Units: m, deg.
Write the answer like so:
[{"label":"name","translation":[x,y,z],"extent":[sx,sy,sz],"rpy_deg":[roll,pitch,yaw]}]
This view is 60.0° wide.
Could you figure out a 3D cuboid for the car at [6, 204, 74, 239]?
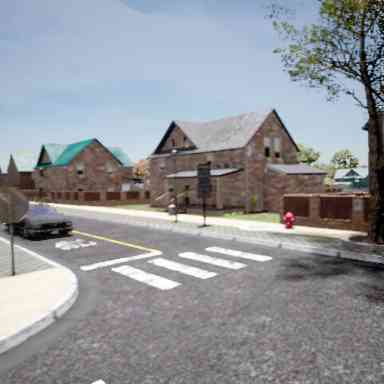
[{"label":"car","translation":[-7.699,1.335,16.394],"extent":[2.033,1.411,5.357],"rpy_deg":[-3,3,-42]}]
